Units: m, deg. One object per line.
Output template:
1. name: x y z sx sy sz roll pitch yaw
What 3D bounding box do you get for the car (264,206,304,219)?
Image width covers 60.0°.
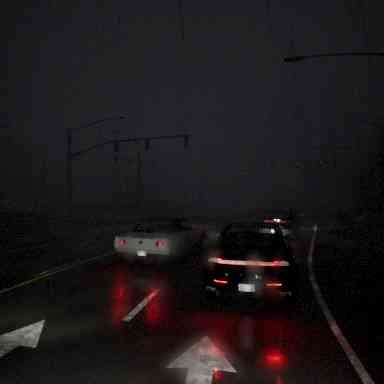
1. car: 4.575 1.504 17.167 1.837 1.490 4.892 0 0 21

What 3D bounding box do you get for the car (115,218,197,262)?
1. car: -0.853 1.601 12.338 1.895 1.301 4.718 0 0 18

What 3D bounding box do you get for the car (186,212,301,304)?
1. car: 1.526 1.491 8.279 2.128 1.511 4.902 0 0 13
